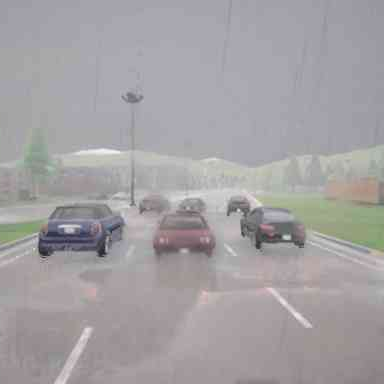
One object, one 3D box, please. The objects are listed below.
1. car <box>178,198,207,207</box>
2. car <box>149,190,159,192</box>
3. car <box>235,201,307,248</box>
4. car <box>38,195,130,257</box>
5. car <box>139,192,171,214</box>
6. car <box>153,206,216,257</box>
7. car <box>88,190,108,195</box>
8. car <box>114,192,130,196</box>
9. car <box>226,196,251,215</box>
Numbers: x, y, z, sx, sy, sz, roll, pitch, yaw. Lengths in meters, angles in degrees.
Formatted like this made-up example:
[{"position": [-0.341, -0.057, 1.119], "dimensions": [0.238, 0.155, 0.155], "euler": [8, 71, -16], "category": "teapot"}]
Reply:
[{"position": [0.086, 1.149, 25.759], "dimensions": [2.033, 1.411, 5.357], "euler": [0, 1, 8], "category": "car"}, {"position": [-6.859, 0.438, 59.034], "dimensions": [2.097, 1.767, 4.553], "euler": [0, 1, 9], "category": "car"}, {"position": [3.150, 1.316, 13.541], "dimensions": [1.812, 1.442, 4.674], "euler": [0, 1, -2], "category": "car"}, {"position": [-3.802, 1.159, 12.250], "dimensions": [2.097, 1.767, 4.553], "euler": [0, 1, -2], "category": "car"}, {"position": [-3.076, 1.053, 28.323], "dimensions": [2.128, 1.511, 4.902], "euler": [0, 1, 8], "category": "car"}, {"position": [-0.313, 1.414, 12.009], "dimensions": [1.895, 1.301, 4.718], "euler": [0, 1, -3], "category": "car"}, {"position": [-14.917, 0.536, 52.403], "dimensions": [2.097, 1.767, 4.553], "euler": [0, 1, 9], "category": "car"}, {"position": [-11.264, 0.700, 53.202], "dimensions": [1.812, 1.442, 4.674], "euler": [0, 1, 9], "category": "car"}, {"position": [3.876, 1.083, 27.492], "dimensions": [1.837, 1.490, 4.892], "euler": [0, 1, 8], "category": "car"}]
